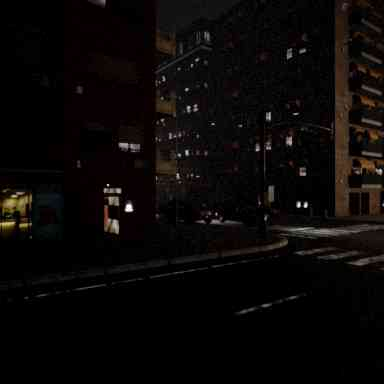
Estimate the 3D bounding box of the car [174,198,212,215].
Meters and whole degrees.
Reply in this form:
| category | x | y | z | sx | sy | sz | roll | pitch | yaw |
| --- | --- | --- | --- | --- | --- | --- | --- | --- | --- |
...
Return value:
| category | x | y | z | sx | sy | sz | roll | pitch | yaw |
| --- | --- | --- | --- | --- | --- | --- | --- | --- | --- |
| car | 0.034 | 1.718 | 41.145 | 2.192 | 1.841 | 5.009 | -1 | 0 | -36 |

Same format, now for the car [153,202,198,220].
| category | x | y | z | sx | sy | sz | roll | pitch | yaw |
| --- | --- | --- | --- | --- | --- | --- | --- | --- | --- |
| car | -1.730 | 1.836 | 33.566 | 2.128 | 1.511 | 4.902 | 0 | -1 | -36 |

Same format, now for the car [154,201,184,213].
| category | x | y | z | sx | sy | sz | roll | pitch | yaw |
| --- | --- | --- | --- | --- | --- | --- | --- | --- | --- |
| car | -3.257 | 2.025 | 45.632 | 2.008 | 1.369 | 4.403 | -1 | 0 | -36 |

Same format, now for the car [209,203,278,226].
| category | x | y | z | sx | sy | sz | roll | pitch | yaw |
| --- | --- | --- | --- | --- | --- | --- | --- | --- | --- |
| car | 3.857 | 1.717 | 25.979 | 2.128 | 1.511 | 4.902 | 0 | -1 | -35 |

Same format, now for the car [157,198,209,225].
| category | x | y | z | sx | sy | sz | roll | pitch | yaw |
| --- | --- | --- | --- | --- | --- | --- | --- | --- | --- |
| car | -0.367 | 1.586 | 27.078 | 2.192 | 1.841 | 5.009 | -1 | 0 | -36 |

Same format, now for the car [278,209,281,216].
| category | x | y | z | sx | sy | sz | roll | pitch | yaw |
| --- | --- | --- | --- | --- | --- | --- | --- | --- | --- |
| car | 6.629 | 1.844 | 32.168 | 1.802 | 1.307 | 4.206 | -1 | 0 | -36 |

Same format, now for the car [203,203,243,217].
| category | x | y | z | sx | sy | sz | roll | pitch | yaw |
| --- | --- | --- | --- | --- | --- | --- | --- | --- | --- |
| car | 3.334 | 1.898 | 36.656 | 1.947 | 1.339 | 4.313 | -1 | 0 | -36 |
